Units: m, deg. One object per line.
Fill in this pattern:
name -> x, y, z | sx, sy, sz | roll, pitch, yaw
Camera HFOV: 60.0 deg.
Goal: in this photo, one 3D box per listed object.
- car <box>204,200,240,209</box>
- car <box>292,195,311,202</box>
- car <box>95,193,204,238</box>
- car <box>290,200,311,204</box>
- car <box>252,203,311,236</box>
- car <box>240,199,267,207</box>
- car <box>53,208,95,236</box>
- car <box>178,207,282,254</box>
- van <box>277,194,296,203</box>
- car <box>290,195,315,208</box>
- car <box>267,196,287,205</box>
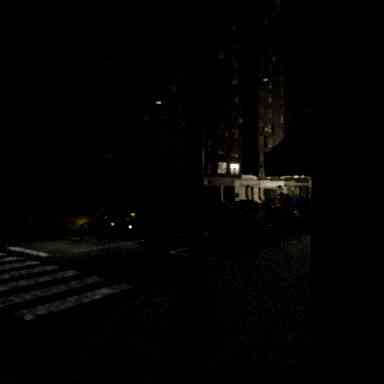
car -> 1.681, 1.407, 26.520 | 1.947, 1.339, 4.313 | 0, 0, 37
car -> 13.810, 1.370, 38.517 | 2.033, 1.411, 5.357 | 0, 0, 37
car -> -1.970, 1.092, 17.352 | 2.150, 2.045, 5.566 | 0, 0, 37
car -> 8.116, 1.450, 21.724 | 1.947, 1.339, 4.313 | 0, 0, 37
car -> 4.886, 1.476, 17.381 | 1.802, 1.307, 4.206 | 0, 0, 37
car -> 4.911, 1.397, 30.863 | 1.947, 1.339, 4.313 | 0, 0, 37
car -> -4.880, 1.386, 17.696 | 1.752, 1.417, 4.829 | 0, 0, 37
car -> 1.656, 1.469, 13.037 | 1.947, 1.339, 4.313 | 0, 0, 37
van -> 11.371, 1.150, 39.550 | 1.690, 1.788, 3.998 | 0, 0, 37
car -> 14.600, 1.238, 43.893 | 1.967, 1.590, 4.097 | 0, 0, 37
car -> 8.141, 1.402, 35.207 | 1.802, 1.307, 4.206 | 0, 0, 37
